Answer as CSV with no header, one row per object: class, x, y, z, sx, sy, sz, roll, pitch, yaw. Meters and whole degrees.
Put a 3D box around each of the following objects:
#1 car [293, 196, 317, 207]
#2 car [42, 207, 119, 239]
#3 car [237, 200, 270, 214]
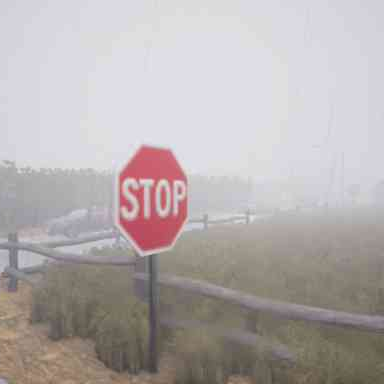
car,15.870,1.268,46.897,2.128,1.511,4.902,0,1,-5
car,-5.512,1.532,17.680,1.812,1.442,4.674,0,0,36
car,6.263,1.515,33.631,1.994,1.385,4.181,0,0,37
